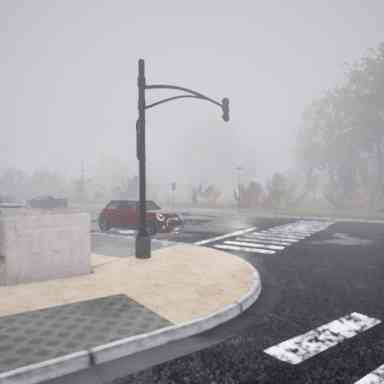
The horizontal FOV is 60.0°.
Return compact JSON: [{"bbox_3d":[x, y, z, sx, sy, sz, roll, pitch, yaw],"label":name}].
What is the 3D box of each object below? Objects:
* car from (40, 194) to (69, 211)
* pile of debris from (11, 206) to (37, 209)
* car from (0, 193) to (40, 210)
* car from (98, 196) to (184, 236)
[{"bbox_3d":[-13.922,0.945,31.703,4.902,1.511,2.128,1,1,31],"label":"car"},{"bbox_3d":[-16.862,1.580,33.355,1.860,0.140,1.500,1,1,30],"label":"pile of debris"},{"bbox_3d":[-13.505,1.071,23.676,4.902,1.511,2.128,2,1,31],"label":"car"},{"bbox_3d":[-2.605,1.129,16.942,4.553,1.767,2.097,1,1,32],"label":"car"}]
